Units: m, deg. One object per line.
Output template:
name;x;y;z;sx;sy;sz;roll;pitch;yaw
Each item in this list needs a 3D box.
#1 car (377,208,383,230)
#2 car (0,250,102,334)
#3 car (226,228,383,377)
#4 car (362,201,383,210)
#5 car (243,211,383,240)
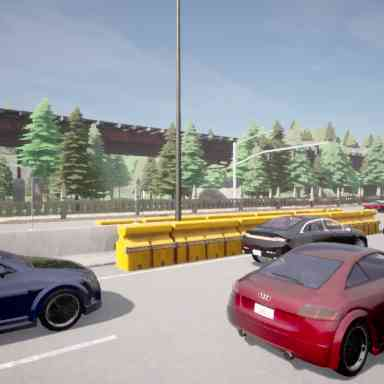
car;10.986;1.564;15.906;4.181;1.385;1.994;0;0;-35
car;-3.664;1.564;5.429;4.181;1.385;1.994;0;0;-36
car;2.603;1.564;5.616;4.181;1.385;1.994;0;0;-35
car;20.352;1.601;35.753;4.718;1.301;1.895;0;0;-36
car;3.796;1.491;10.762;4.902;1.511;2.128;0;0;-36
